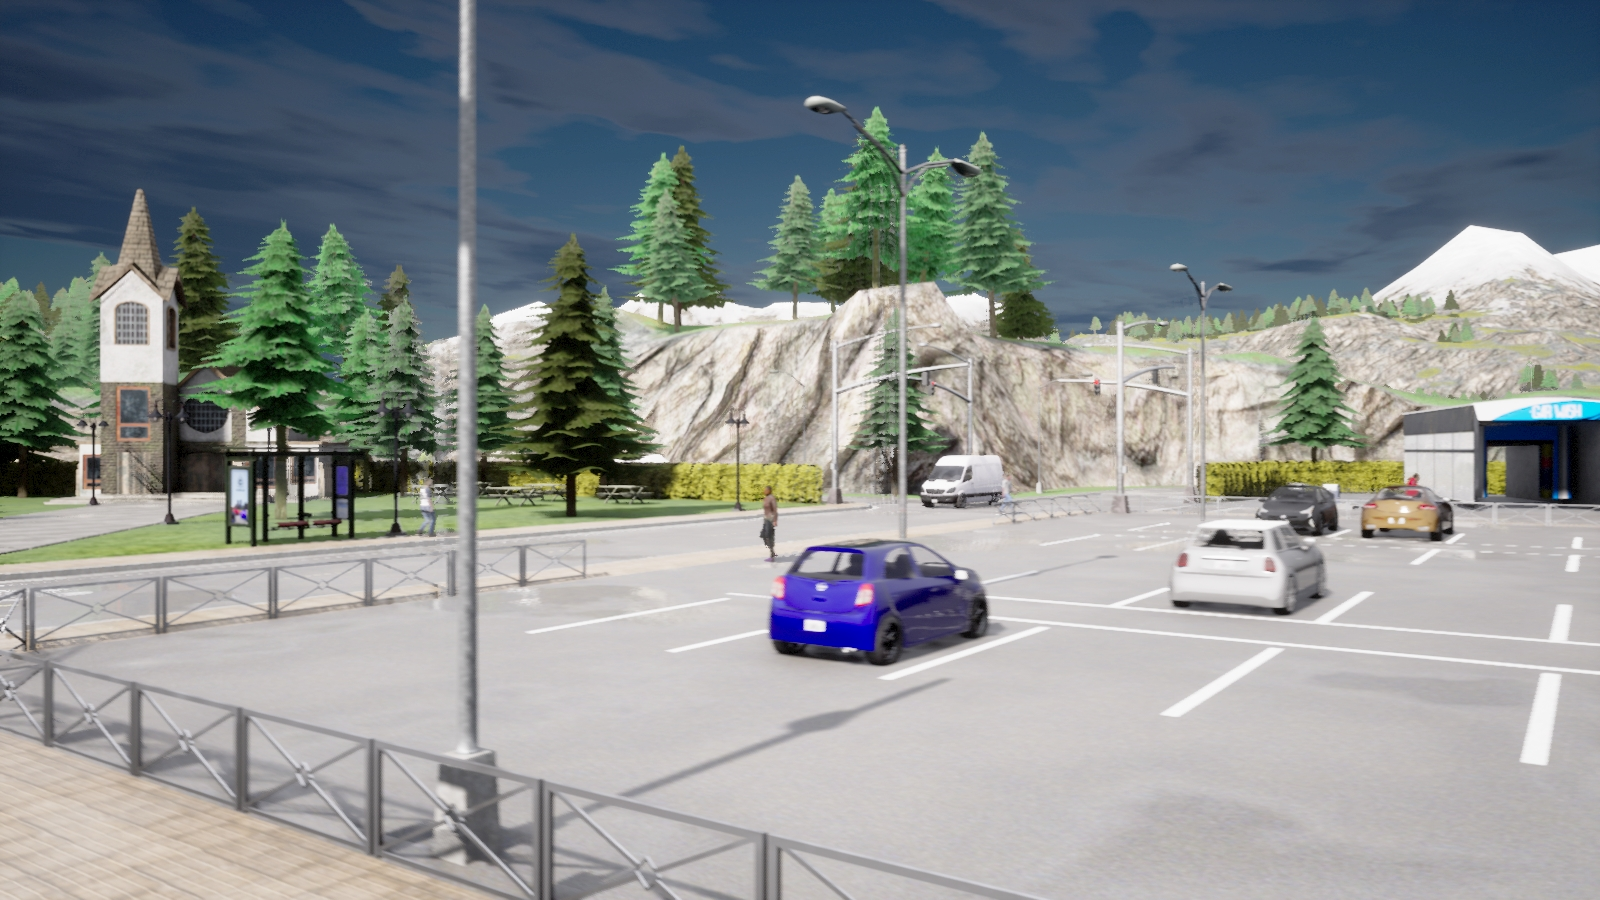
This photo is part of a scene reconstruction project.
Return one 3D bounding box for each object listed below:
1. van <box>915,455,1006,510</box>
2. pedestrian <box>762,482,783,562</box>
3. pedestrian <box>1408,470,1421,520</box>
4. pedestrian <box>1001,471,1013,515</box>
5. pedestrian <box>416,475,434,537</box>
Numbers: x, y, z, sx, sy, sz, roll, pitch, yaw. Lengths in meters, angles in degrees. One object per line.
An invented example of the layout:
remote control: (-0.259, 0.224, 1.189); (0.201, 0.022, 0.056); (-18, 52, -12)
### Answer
van: (8.003, 1.530, 56.401); (1.988, 2.561, 5.915); (0, 0, 34)
pedestrian: (-0.649, 1.691, 26.956); (0.375, 1.860, 0.375); (0, 0, -29)
pedestrian: (23.038, 1.692, 42.844); (0.375, 1.860, 0.375); (0, 0, 35)
pedestrian: (8.939, 1.844, 49.336); (0.375, 1.860, 0.375); (0, 0, 31)
pedestrian: (-11.441, 1.691, 34.873); (0.375, 1.860, 0.375); (0, 0, 37)
